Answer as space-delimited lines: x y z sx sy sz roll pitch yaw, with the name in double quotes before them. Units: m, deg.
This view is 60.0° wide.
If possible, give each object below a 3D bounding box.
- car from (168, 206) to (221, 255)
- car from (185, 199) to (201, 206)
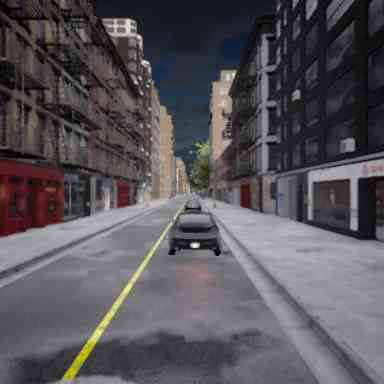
"car" 0.105 1.511 13.402 1.837 1.490 4.892 0 0 0
"car" 0.112 1.581 40.325 1.994 1.385 4.181 0 0 0
